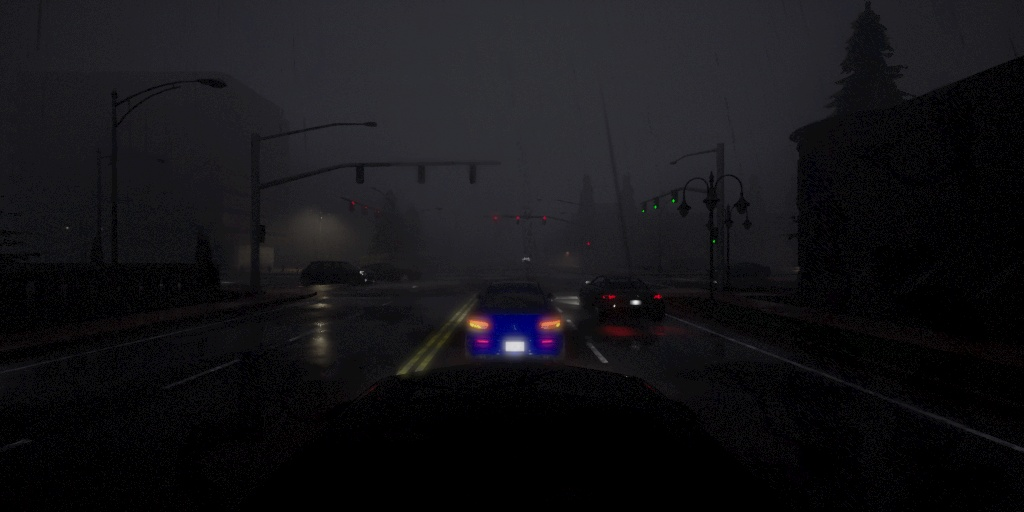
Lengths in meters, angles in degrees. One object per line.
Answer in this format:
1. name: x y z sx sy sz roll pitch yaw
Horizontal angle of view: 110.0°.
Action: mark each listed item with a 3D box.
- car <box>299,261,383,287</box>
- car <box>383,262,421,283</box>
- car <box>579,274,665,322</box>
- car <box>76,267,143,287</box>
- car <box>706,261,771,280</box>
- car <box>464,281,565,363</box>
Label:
1. car: -11.445 1.101 23.861 4.553 1.767 2.097 0 0 1
2. car: -9.497 1.227 27.330 5.008 1.535 1.882 0 0 1
3. car: 3.580 1.314 12.362 1.994 1.385 4.181 0 0 0
4. car: -26.777 1.276 23.918 4.674 1.442 1.812 0 0 0
5. car: 19.370 1.228 30.769 5.008 1.535 1.882 0 0 -1
6. car: 0.063 1.276 8.010 1.812 1.442 4.674 0 0 0
